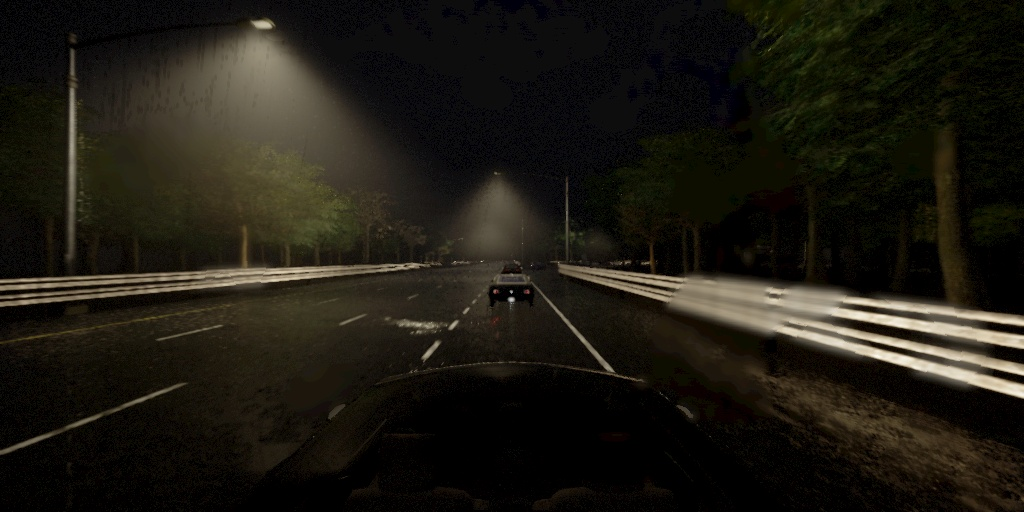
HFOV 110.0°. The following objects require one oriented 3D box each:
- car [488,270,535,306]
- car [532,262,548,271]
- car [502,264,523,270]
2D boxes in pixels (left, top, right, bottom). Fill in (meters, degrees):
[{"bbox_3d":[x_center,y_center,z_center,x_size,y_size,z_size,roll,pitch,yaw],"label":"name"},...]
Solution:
[{"bbox_3d":[-0.021,1.487,16.592,1.895,1.301,4.718,0,-1,0],"label":"car"},{"bbox_3d":[4.785,1.817,61.934,1.812,1.442,4.674,-1,-1,19],"label":"car"},{"bbox_3d":[0.052,1.558,35.923,1.882,1.535,5.008,0,-1,2],"label":"car"}]
